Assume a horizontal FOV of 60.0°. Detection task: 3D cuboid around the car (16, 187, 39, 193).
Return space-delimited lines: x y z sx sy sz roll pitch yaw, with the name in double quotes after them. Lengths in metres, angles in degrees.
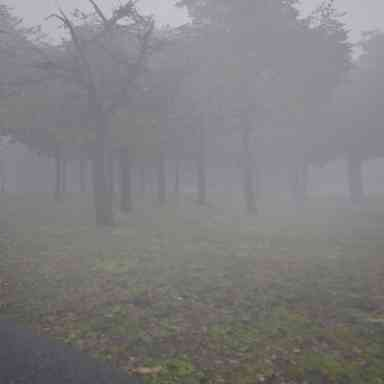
-38.118 -0.293 77.171 2.128 1.511 4.902 -2 0 34 "car"
